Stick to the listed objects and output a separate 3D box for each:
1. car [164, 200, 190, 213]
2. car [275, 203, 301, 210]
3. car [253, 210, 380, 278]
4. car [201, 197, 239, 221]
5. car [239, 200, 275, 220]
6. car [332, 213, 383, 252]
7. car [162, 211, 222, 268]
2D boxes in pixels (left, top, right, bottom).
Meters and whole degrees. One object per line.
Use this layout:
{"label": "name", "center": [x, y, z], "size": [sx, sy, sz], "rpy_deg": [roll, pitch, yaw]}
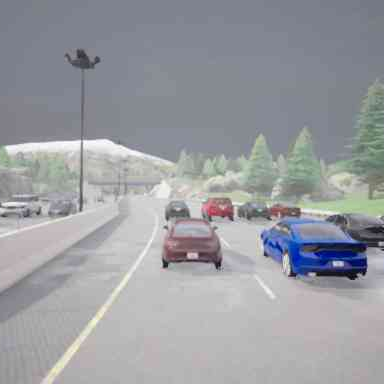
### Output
{"label": "car", "center": [-1.418, 1.547, 30.317], "size": [2.097, 1.767, 4.553], "rpy_deg": [1, 0, -6]}
{"label": "car", "center": [8.881, 1.777, 32.559], "size": [1.882, 1.535, 5.008], "rpy_deg": [1, 0, -7]}
{"label": "car", "center": [3.486, 1.580, 10.492], "size": [1.882, 1.535, 5.008], "rpy_deg": [1, 0, -1]}
{"label": "car", "center": [2.209, 1.444, 29.635], "size": [2.150, 2.045, 5.566], "rpy_deg": [1, 0, -6]}
{"label": "car", "center": [5.590, 1.610, 30.615], "size": [2.097, 1.767, 4.553], "rpy_deg": [1, 0, -6]}
{"label": "car", "center": [6.872, 1.665, 14.546], "size": [1.837, 1.490, 4.892], "rpy_deg": [1, 0, -2]}
{"label": "car", "center": [-0.041, 1.605, 11.506], "size": [1.812, 1.442, 4.674], "rpy_deg": [1, 0, -1]}
